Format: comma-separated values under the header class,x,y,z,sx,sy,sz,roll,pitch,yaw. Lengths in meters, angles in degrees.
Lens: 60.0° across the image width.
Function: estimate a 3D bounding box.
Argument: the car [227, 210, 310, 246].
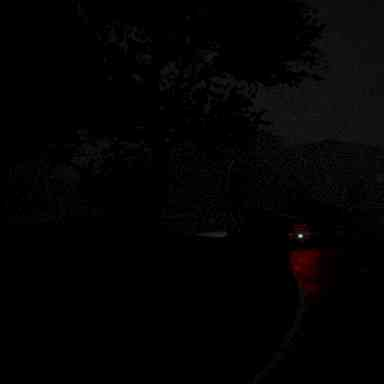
class,x,y,z,sx,sy,sz,roll,pitch,yaw
car,3.559,1.652,16.337,1.837,1.490,4.892,1,-2,-26
